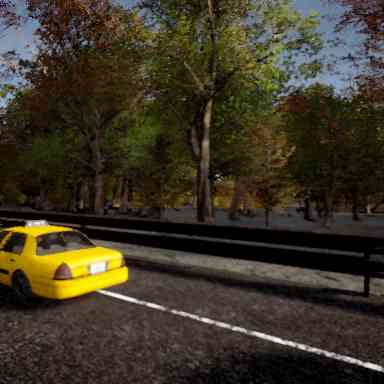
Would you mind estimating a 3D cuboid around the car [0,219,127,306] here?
[{"bbox_3d":[-3.913,1.452,8.015,5.366,1.575,1.801,0,0,36],"label":"car"}]
